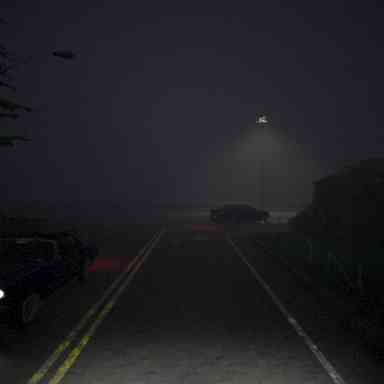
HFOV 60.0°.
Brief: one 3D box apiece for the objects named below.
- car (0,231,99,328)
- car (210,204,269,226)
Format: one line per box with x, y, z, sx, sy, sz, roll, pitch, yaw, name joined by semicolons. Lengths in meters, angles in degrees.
-3.555;1.593;7.077;1.895;1.301;4.718;0;0;0;car
3.708;1.665;25.406;5.008;1.535;1.882;0;-2;-34;car
